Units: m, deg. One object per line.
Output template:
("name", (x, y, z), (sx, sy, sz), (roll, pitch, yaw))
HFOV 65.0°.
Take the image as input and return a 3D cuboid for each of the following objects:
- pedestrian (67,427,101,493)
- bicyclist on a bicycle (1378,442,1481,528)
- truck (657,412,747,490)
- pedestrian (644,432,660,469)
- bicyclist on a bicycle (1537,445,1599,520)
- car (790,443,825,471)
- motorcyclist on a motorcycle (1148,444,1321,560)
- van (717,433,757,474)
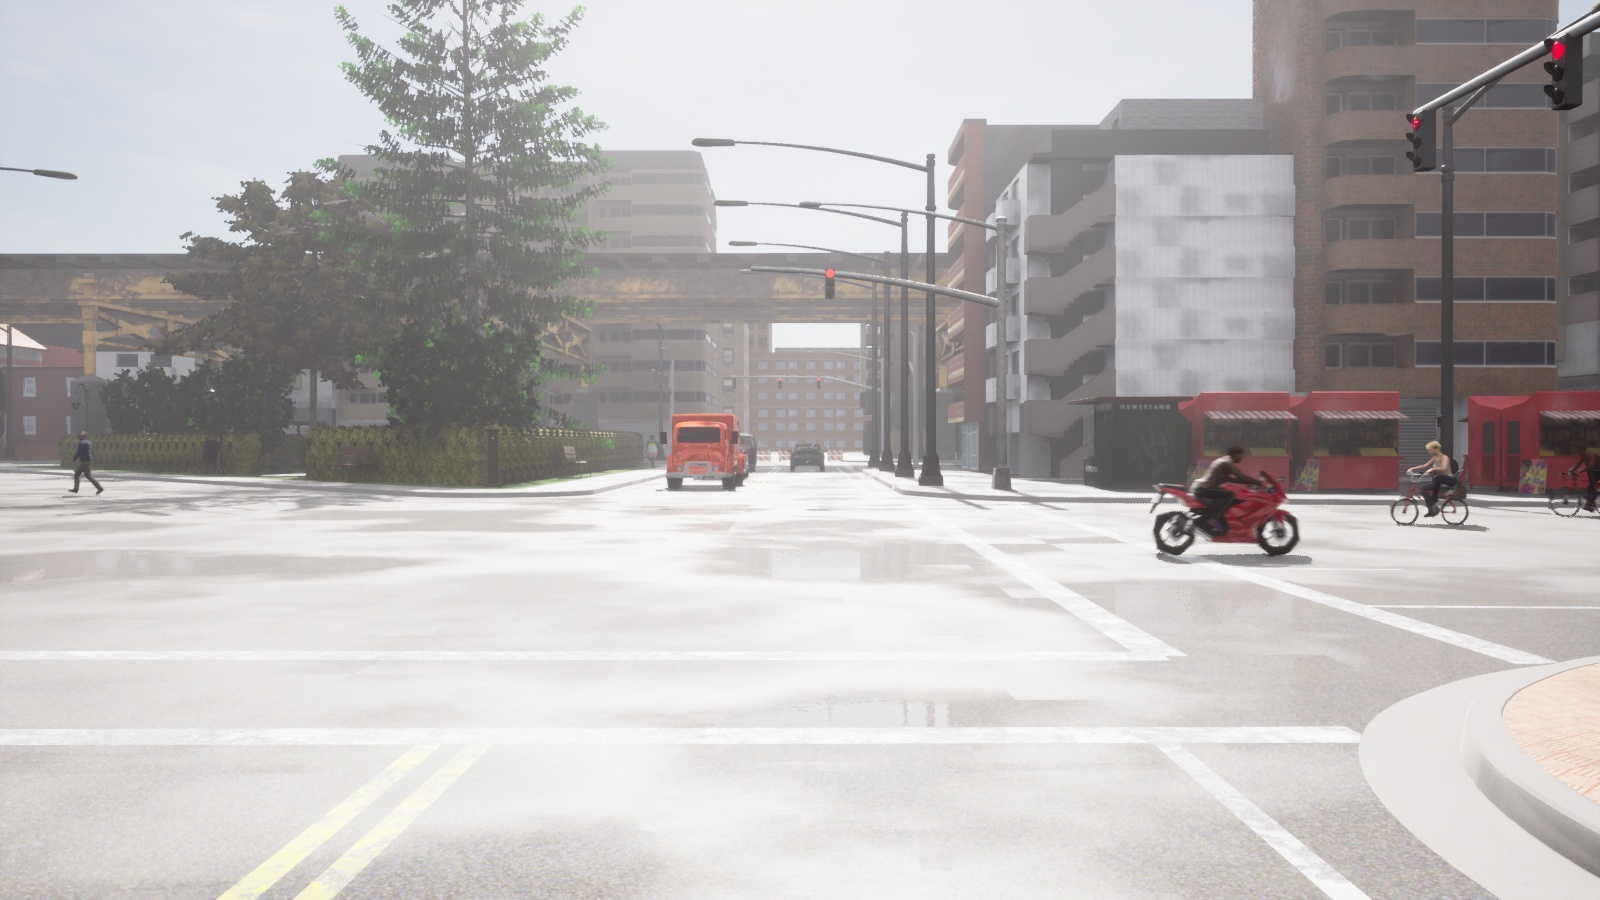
("pedestrian", (-20.074, 0.280, 35.194), (0.726, 1.842, 0.402), (0, 0, -9))
("bicyclist on a bicycle", (11.961, 0.655, 23.902), (1.509, 1.612, 0.866), (0, 0, -1))
("truck", (-3.240, 0.017, 42.607), (2.627, 2.467, 5.204), (0, 0, 0))
("pedestrian", (-7.806, 0.030, 66.287), (0.659, 1.952, 0.873), (0, 0, 9))
("bicyclist on a bicycle", (17.099, 0.706, 27.401), (1.656, 1.620, 0.582), (0, 0, 0))
("car", (0.406, 0.366, 68.269), (1.837, 1.490, 4.892), (0, 0, 0))
("motorcyclist on a motorcycle", (5.810, 0.680, 16.885), (2.044, 1.523, 0.797), (0, 0, 0))
("van", (-3.121, 0.138, 63.183), (1.775, 1.987, 4.442), (0, 1, 0))
